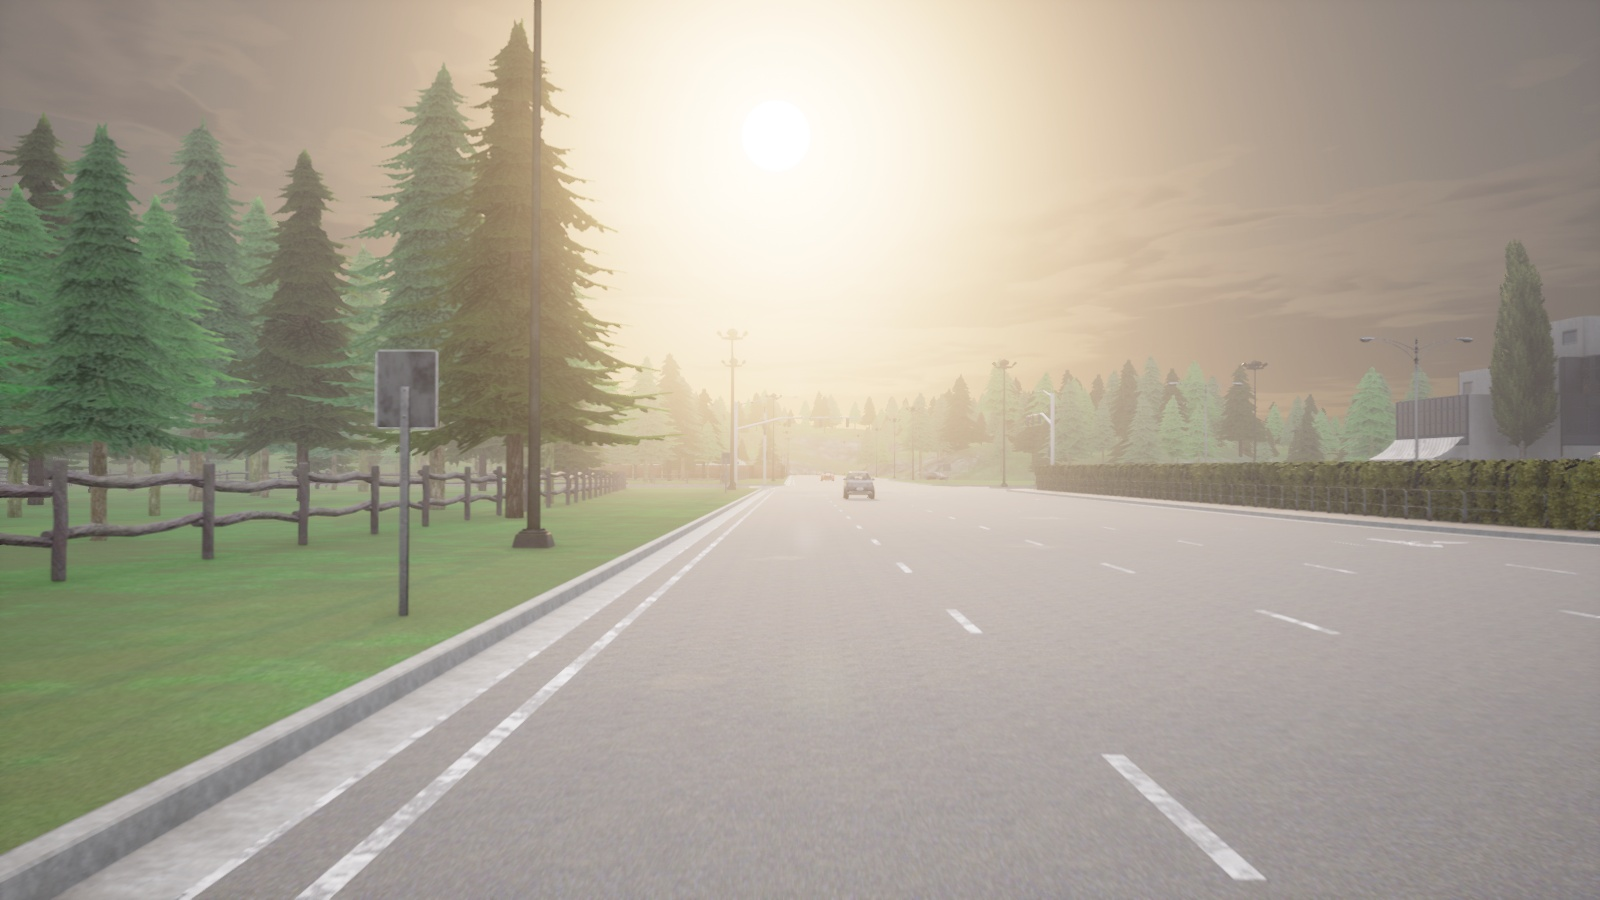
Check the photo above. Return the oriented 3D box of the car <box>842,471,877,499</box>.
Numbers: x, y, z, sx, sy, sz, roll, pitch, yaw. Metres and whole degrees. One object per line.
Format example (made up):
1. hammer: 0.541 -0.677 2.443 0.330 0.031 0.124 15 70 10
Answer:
1. car: 3.335 1.965 70.900 1.789 1.549 3.705 0 -1 0
